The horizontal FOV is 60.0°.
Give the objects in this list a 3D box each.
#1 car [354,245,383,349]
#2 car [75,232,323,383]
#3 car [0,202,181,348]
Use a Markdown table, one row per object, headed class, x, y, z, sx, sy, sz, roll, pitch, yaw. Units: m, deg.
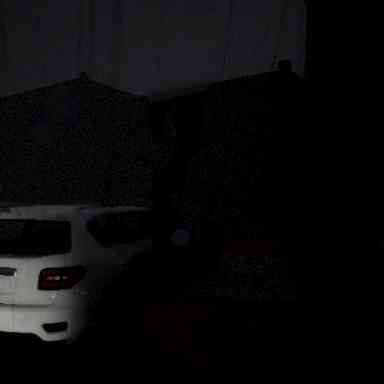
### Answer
| class | x | y | z | sx | sy | sz | roll | pitch | yaw |
| --- | --- | --- | --- | --- | --- | --- | --- | --- | --- |
| car | 3.177 | 1.229 | 3.178 | 2.435 | 2.045 | 5.566 | 0 | -1 | 16 |
| car | 0.731 | 1.492 | 4.895 | 2.097 | 1.535 | 5.008 | 0 | -1 | 16 |
| car | -1.712 | 1.254 | 6.669 | 2.435 | 2.045 | 5.566 | 0 | -1 | 15 |
